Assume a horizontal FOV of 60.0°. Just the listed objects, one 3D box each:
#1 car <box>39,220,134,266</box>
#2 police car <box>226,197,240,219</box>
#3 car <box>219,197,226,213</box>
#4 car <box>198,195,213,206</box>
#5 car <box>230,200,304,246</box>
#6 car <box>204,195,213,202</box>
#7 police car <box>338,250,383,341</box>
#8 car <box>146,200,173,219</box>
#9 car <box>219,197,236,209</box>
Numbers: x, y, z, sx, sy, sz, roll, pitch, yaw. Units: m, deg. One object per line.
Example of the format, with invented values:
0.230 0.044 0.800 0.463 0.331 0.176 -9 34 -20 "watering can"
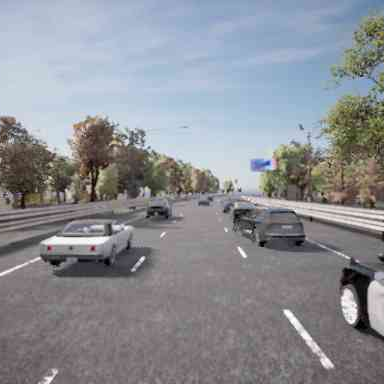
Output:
-3.297 1.594 11.445 1.895 1.301 4.718 0 0 1 "car"
3.954 1.425 25.779 1.930 1.638 5.238 0 0 2 "police car"
4.396 1.358 36.507 2.097 1.767 4.553 0 0 3 "car"
2.005 1.566 55.843 2.033 1.411 5.357 0 0 4 "car"
3.442 1.428 15.299 2.033 1.649 4.856 1 0 -7 "car"
4.009 1.531 78.248 1.837 1.490 4.892 0 0 6 "car"
3.512 1.425 4.028 1.930 1.638 5.238 0 0 0 "police car"
-2.804 1.502 29.238 1.837 1.490 4.892 0 0 2 "car"
4.997 1.505 47.398 2.128 1.511 4.902 0 0 4 "car"
